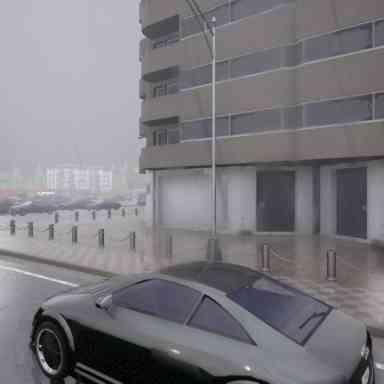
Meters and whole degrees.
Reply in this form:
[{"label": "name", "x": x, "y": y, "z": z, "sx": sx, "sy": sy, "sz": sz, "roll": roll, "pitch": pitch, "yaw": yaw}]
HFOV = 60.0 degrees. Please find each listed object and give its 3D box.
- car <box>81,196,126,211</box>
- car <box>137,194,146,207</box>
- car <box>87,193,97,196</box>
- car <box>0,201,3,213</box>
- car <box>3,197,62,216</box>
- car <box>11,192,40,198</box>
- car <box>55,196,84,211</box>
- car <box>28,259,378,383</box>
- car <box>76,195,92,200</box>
[{"label": "car", "x": -10.839, "y": 1.581, "z": 41.018, "sx": 1.812, "sy": 1.442, "sz": 4.674, "roll": 0, "pitch": 0, "yaw": 35}, {"label": "car", "x": -6.631, "y": 1.533, "z": 53.180, "sx": 1.882, "sy": 1.535, "sz": 5.008, "roll": 0, "pitch": 0, "yaw": 35}, {"label": "car", "x": -26.761, "y": 1.211, "z": 88.129, "sx": 1.905, "sy": 1.878, "sz": 3.866, "roll": 0, "pitch": 0, "yaw": 35}, {"label": "car", "x": -20.075, "y": 1.603, "z": 33.889, "sx": 2.033, "sy": 1.411, "sz": 5.357, "roll": 0, "pitch": 0, "yaw": 35}, {"label": "car", "x": -16.007, "y": 1.581, "z": 33.572, "sx": 1.812, "sy": 1.442, "sz": 4.674, "roll": 0, "pitch": 0, "yaw": 35}, {"label": "car", "x": -36.801, "y": 1.209, "z": 73.771, "sx": 1.932, "sy": 1.855, "sz": 4.605, "roll": 0, "pitch": 0, "yaw": 35}, {"label": "car", "x": -14.323, "y": 1.603, "z": 42.157, "sx": 2.033, "sy": 1.411, "sz": 5.357, "roll": 0, "pitch": 0, "yaw": 35}, {"label": "car", "x": -0.122, "y": 1.564, "z": 4.068, "sx": 4.181, "sy": 1.385, "sz": 1.994, "roll": 0, "pitch": 0, "yaw": 35}, {"label": "car", "x": -29.125, "y": 1.451, "z": 89.800, "sx": 1.970, "sy": 1.475, "sz": 3.806, "roll": 0, "pitch": 0, "yaw": 35}]
